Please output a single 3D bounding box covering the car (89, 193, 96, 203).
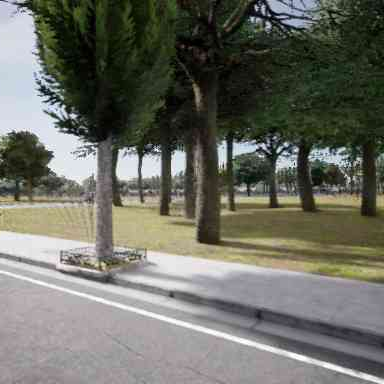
[{"bbox_3d":[-18.803,1.259,71.893,2.150,2.045,5.566,-1,0,35],"label":"car"}]

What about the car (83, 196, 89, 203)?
[{"bbox_3d":[-21.467,1.290,73.755,2.150,2.045,5.566,-1,0,35],"label":"car"}]
